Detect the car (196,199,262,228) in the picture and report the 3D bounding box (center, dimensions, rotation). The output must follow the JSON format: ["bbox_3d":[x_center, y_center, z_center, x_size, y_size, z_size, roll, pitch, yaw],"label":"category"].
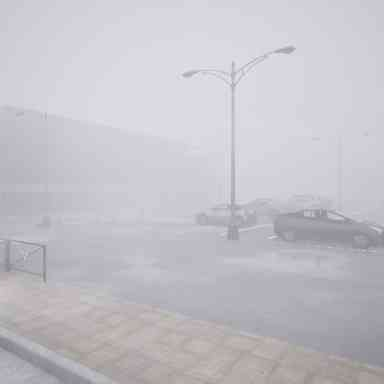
[{"bbox_3d":[2.152,1.424,21.371,3.806,1.475,1.970,0,0,35],"label":"car"}]

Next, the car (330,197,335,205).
[{"bbox_3d":[14.218,1.289,39.922,4.605,1.855,1.932,0,0,35],"label":"car"}]

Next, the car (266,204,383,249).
[{"bbox_3d":[5.832,1.490,14.331,4.514,1.523,2.007,0,0,35],"label":"car"}]

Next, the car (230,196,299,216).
[{"bbox_3d":[5.563,1.345,26.817,5.027,1.636,2.152,0,0,35],"label":"car"}]

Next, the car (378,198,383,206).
[{"bbox_3d":[29.351,1.576,48.383,3.806,1.475,1.970,0,0,35],"label":"car"}]

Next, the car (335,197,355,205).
[{"bbox_3d":[24.976,1.565,55.076,3.633,1.501,1.845,0,0,35],"label":"car"}]

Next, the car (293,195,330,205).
[{"bbox_3d":[12.892,1.269,37.304,3.866,1.878,1.905,0,0,35],"label":"car"}]

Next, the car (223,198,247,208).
[{"bbox_3d":[6.911,1.702,53.294,1.812,1.442,4.674,0,0,35],"label":"car"}]
